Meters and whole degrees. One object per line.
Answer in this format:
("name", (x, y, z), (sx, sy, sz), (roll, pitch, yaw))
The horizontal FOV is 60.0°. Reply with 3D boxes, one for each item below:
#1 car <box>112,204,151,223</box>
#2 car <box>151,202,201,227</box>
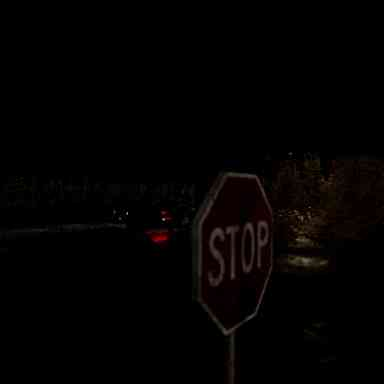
("car", (-3.510, 1.524, 24.619), (1.895, 1.301, 4.718), (1, 0, 42))
("car", (-0.174, 1.463, 22.797), (1.837, 1.490, 4.892), (1, 0, 41))
